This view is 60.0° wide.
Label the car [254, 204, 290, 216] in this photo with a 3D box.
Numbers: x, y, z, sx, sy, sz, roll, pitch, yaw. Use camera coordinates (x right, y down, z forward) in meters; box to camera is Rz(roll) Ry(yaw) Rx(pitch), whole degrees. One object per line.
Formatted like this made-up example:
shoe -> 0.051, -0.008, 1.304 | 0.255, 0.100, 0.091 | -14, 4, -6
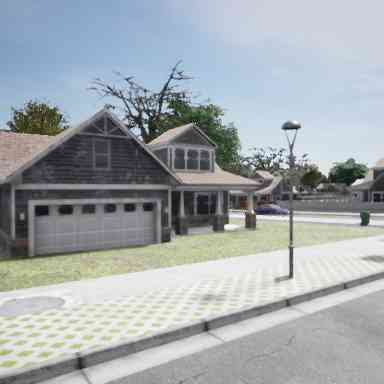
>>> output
car -> 9.345, 2.143, 39.294 | 1.812, 1.442, 4.674 | 0, -1, -35
